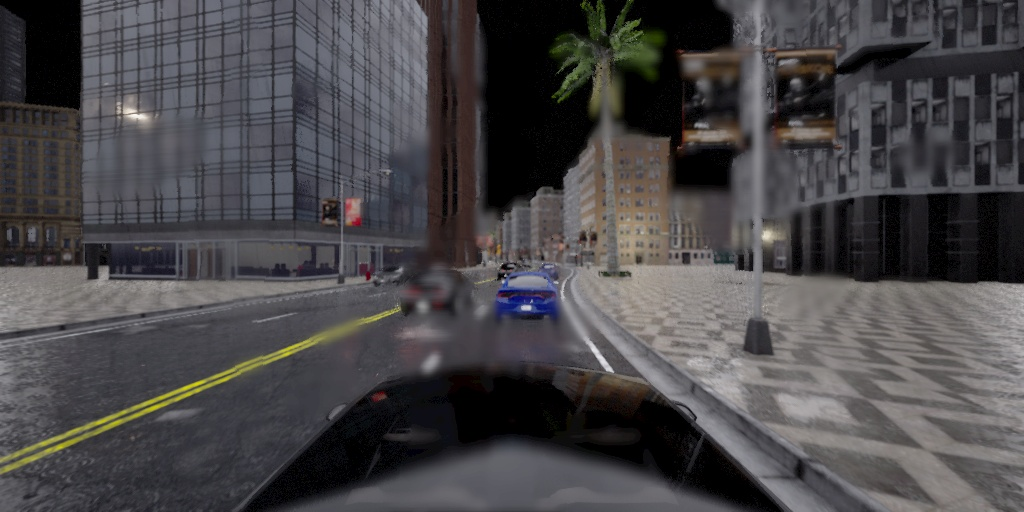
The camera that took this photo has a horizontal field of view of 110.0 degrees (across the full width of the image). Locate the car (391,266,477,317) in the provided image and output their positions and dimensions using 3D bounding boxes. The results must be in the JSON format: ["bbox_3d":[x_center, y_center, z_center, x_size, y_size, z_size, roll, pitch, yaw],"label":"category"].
[{"bbox_3d":[-2.554,1.299,13.510,1.837,1.490,4.892,0,0,5],"label":"car"}]

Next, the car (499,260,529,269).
[{"bbox_3d":[-0.006,1.373,31.916,1.837,1.490,4.892,0,0,11],"label":"car"}]

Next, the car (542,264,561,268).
[{"bbox_3d":[3.413,1.403,32.516,1.812,1.442,4.674,0,0,11],"label":"car"}]

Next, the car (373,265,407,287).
[{"bbox_3d":[-7.957,1.352,25.293,1.812,1.442,4.674,0,0,8],"label":"car"}]

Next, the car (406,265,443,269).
[{"bbox_3d":[-4.933,1.351,23.506,1.812,1.442,4.674,0,0,8],"label":"car"}]

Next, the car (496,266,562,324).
[{"bbox_3d":[0.600,1.270,12.289,1.882,1.535,5.008,0,0,4],"label":"car"}]
